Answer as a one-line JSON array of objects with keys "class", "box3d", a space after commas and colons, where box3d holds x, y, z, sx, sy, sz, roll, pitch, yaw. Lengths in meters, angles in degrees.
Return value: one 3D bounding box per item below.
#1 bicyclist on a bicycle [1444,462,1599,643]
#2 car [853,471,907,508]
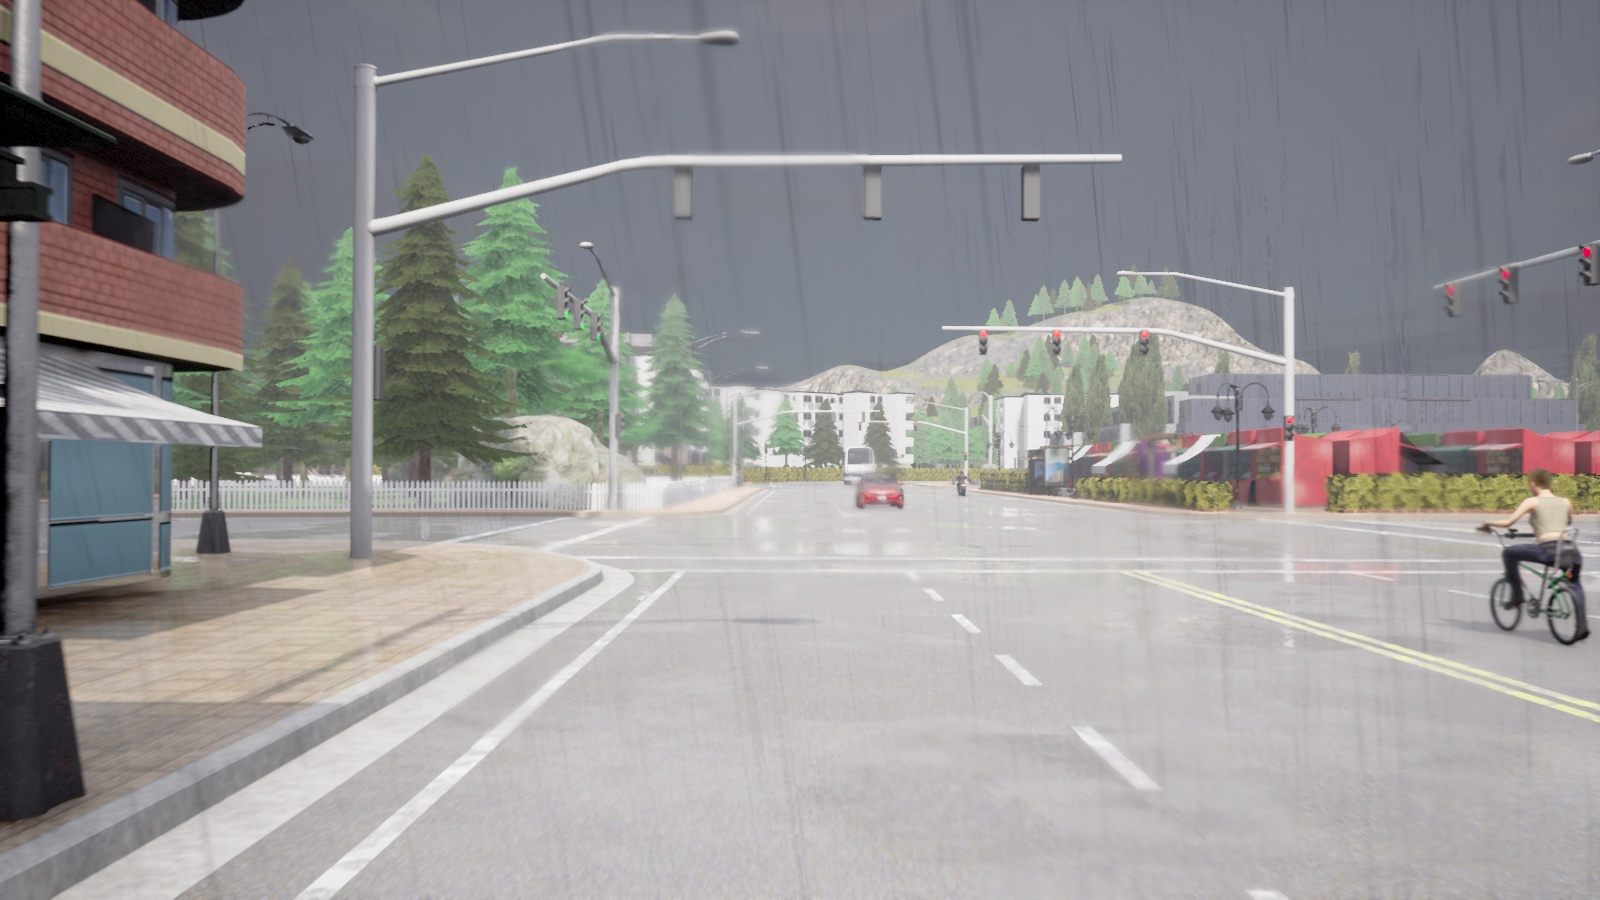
[{"class": "bicyclist on a bicycle", "box3d": [6.965, 0.924, 11.975, 0.866, 1.612, 1.509, 0, -1, 0]}, {"class": "car", "box3d": [3.365, 1.642, 53.426, 2.007, 1.525, 4.514, 0, -1, 0]}]
